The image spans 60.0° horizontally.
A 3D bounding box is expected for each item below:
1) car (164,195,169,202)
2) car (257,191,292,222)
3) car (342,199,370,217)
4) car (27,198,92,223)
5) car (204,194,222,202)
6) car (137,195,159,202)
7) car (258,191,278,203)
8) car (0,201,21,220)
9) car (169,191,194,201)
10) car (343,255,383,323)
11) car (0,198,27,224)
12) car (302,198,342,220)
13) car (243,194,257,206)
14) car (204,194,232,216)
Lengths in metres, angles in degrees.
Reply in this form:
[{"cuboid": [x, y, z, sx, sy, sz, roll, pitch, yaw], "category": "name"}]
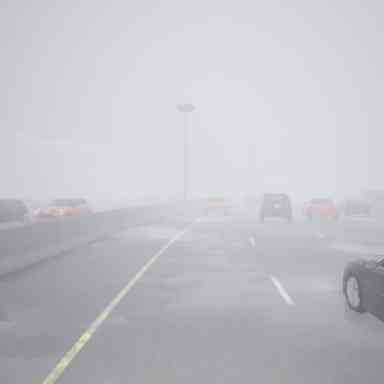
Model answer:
[{"cuboid": [-3.655, 1.125, 63.538, 2.128, 1.511, 4.902, 0, 0, 24], "category": "car"}, {"cuboid": [6.212, 1.092, 25.024, 2.150, 2.045, 5.566, 0, 0, 11], "category": "car"}, {"cuboid": [14.482, 1.338, 29.977, 1.882, 1.535, 5.008, 0, 0, 14], "category": "car"}, {"cuboid": [-8.600, 1.204, 22.519, 2.097, 1.767, 4.553, 0, 0, 10], "category": "car"}, {"cuboid": [4.050, 1.171, 63.506, 1.812, 1.442, 4.674, 0, 0, 25], "category": "car"}, {"cuboid": [-8.166, 1.176, 61.912, 2.033, 1.411, 5.357, 0, 0, 23], "category": "car"}, {"cuboid": [13.579, 0.911, 59.349, 2.150, 2.045, 5.566, 0, 0, 27], "category": "car"}, {"cuboid": [-15.314, 1.424, 24.959, 1.895, 1.301, 4.718, 0, 0, 10], "category": "car"}, {"cuboid": [-1.461, 0.876, 59.856, 2.150, 2.045, 5.566, 0, 0, 23], "category": "car"}, {"cuboid": [3.818, 1.486, 4.647, 1.837, 1.490, 4.892, 0, 0, 2], "category": "car"}, {"cuboid": [-12.373, 1.205, 20.866, 2.097, 1.767, 4.553, 0, 0, 8], "category": "car"}, {"cuboid": [10.166, 1.222, 26.718, 2.097, 1.767, 4.553, 0, 0, 12], "category": "car"}, {"cuboid": [8.921, 1.096, 48.366, 2.097, 1.767, 4.553, 0, 0, 22], "category": "car"}, {"cuboid": [2.497, 1.179, 31.073, 2.097, 1.767, 4.553, 0, 0, 13], "category": "car"}]
